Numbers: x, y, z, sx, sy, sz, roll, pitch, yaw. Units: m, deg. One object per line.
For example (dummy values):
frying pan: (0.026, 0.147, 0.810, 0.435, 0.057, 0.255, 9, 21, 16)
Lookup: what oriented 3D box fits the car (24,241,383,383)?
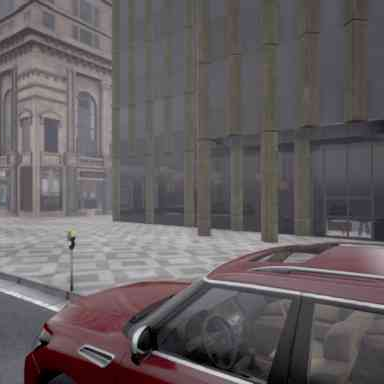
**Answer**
car: (0.897, 1.315, 2.333, 5.009, 1.841, 2.192, 0, 0, 36)
